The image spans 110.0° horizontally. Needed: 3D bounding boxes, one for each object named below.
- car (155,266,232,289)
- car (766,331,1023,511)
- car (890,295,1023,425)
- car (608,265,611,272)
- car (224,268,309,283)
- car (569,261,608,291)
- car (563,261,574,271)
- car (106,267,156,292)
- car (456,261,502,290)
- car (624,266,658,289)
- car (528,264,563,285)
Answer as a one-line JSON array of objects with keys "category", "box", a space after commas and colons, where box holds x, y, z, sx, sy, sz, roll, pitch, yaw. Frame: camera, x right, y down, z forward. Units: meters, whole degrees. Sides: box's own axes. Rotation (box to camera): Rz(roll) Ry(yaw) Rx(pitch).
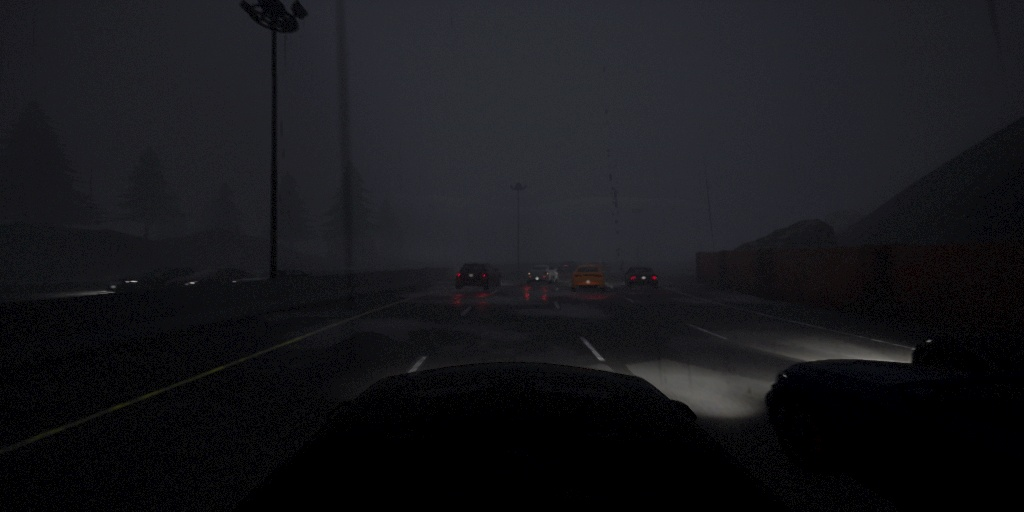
[{"category": "car", "box": [-16.845, 1.372, 20.425, 1.812, 1.442, 4.674, 0, -1, 6]}, {"category": "car", "box": [3.601, 1.275, 1.826, 1.812, 1.442, 4.674, 0, 0, 0]}, {"category": "car", "box": [7.100, 1.320, 3.693, 1.994, 1.385, 4.181, 0, 0, 0]}, {"category": "car", "box": [11.454, 1.440, 47.237, 1.882, 1.535, 5.008, -1, -1, 35]}, {"category": "car", "box": [-13.329, 1.447, 20.528, 1.895, 1.301, 4.718, 0, 0, 7]}, {"category": "car", "box": [4.869, 1.326, 22.792, 1.882, 1.535, 5.008, -1, 0, 13]}, {"category": "car", "box": [7.949, 1.460, 48.105, 2.128, 1.511, 4.902, 0, 0, 34]}, {"category": "car", "box": [-20.301, 1.344, 20.937, 2.128, 1.511, 4.902, 0, 0, 6]}, {"category": "car", "box": [-2.079, 1.208, 23.709, 2.097, 1.767, 4.553, 0, 0, 10]}, {"category": "car", "box": [8.706, 1.402, 24.312, 2.033, 1.411, 5.357, 0, 0, 15]}, {"category": "car", "box": [2.481, 1.400, 28.012, 1.812, 1.442, 4.674, -1, 0, 17]}]
